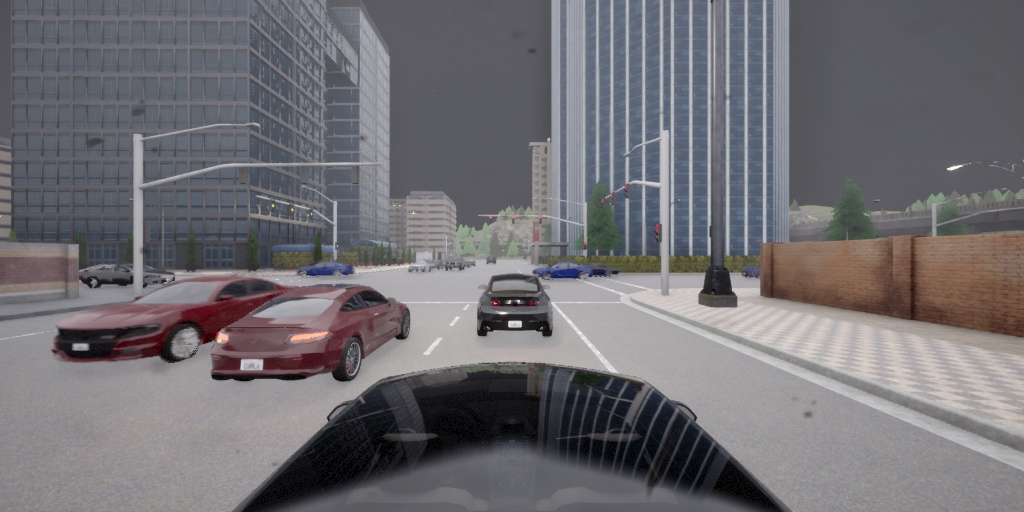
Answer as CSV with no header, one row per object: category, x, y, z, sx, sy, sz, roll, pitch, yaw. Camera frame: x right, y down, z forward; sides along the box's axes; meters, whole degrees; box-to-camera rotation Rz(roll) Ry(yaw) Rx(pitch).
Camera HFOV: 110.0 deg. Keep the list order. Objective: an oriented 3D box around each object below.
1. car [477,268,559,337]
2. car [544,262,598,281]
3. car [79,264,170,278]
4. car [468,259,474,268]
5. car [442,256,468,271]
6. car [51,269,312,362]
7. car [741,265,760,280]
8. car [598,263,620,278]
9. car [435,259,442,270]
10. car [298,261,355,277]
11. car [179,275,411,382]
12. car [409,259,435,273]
car,0.069,1.255,10.314,1.837,1.490,4.892,0,0,0
car,4.130,1.227,29.447,5.008,1.535,1.882,0,0,-10
car,-24.218,1.241,22.766,4.902,1.511,2.128,0,0,0
car,-8.010,1.314,60.001,1.994,1.385,4.181,0,0,0
car,-7.872,0.971,50.049,2.150,2.045,5.566,0,0,-1
car,-7.113,1.227,8.410,1.882,1.535,5.008,0,0,0
car,22.199,1.227,30.389,5.008,1.535,1.882,0,0,0
car,7.549,1.351,33.767,4.718,1.301,1.895,0,0,0
car,-11.433,1.241,53.544,2.128,1.511,4.902,0,0,-1
car,-17.364,1.227,33.551,5.008,1.535,1.882,0,0,0
car,-3.435,1.276,7.050,1.812,1.442,4.674,0,0,0
car,-11.364,1.276,44.595,1.812,1.442,4.674,0,0,1
